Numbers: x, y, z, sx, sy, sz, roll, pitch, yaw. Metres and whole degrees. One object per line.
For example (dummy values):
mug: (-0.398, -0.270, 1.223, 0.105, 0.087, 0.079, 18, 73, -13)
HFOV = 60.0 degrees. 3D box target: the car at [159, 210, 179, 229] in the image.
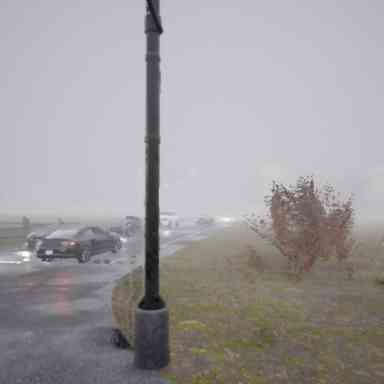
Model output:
car: (-3.079, 3.090, 38.492, 2.150, 2.045, 5.566, -1, -3, 12)

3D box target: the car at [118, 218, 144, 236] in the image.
car: (-5.406, 2.876, 28.040, 2.033, 1.411, 5.357, -1, -3, 13)

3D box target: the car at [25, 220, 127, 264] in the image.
car: (-4.735, 2.155, 14.445, 1.812, 1.442, 4.674, -2, -3, 12)

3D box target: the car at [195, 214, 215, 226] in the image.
car: (1.681, 3.625, 42.861, 1.812, 1.442, 4.674, -1, -3, 13)
